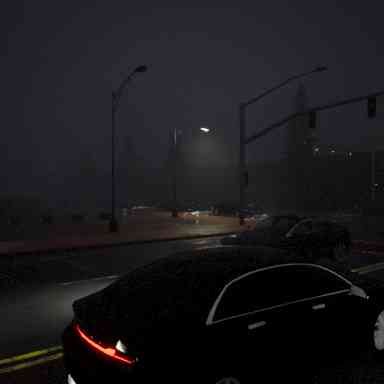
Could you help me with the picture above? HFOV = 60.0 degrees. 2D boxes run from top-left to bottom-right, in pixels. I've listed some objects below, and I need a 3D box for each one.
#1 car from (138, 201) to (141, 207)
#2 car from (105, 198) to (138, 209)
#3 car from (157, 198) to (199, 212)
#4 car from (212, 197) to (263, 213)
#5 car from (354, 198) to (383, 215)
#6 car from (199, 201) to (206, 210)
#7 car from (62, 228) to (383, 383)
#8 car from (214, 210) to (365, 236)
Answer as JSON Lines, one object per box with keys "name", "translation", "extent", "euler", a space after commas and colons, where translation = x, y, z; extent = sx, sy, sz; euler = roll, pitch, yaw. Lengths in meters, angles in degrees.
{"name": "car", "translation": [-9.828, 1.564, 50.336], "extent": [4.181, 1.385, 1.994], "euler": [0, 0, 33]}
{"name": "car", "translation": [-10.182, 1.526, 46.396], "extent": [4.674, 1.442, 1.812], "euler": [0, 0, 35]}
{"name": "car", "translation": [-1.943, 1.547, 38.733], "extent": [2.033, 1.411, 5.357], "euler": [0, 0, -39]}
{"name": "car", "translation": [3.864, 1.505, 30.911], "extent": [1.837, 1.490, 4.892], "euler": [0, 0, -36]}
{"name": "car", "translation": [17.361, 1.352, 30.517], "extent": [2.097, 1.767, 4.553], "euler": [0, 0, -35]}
{"name": "car", "translation": [-0.291, 1.505, 41.962], "extent": [1.837, 1.490, 4.892], "euler": [0, 0, -41]}
{"name": "car", "translation": [0.894, 1.505, 4.435], "extent": [4.892, 1.490, 1.837], "euler": [0, 0, -35]}
{"name": "car", "translation": [3.007, 1.491, 10.411], "extent": [4.902, 1.511, 2.128], "euler": [0, 0, -35]}
